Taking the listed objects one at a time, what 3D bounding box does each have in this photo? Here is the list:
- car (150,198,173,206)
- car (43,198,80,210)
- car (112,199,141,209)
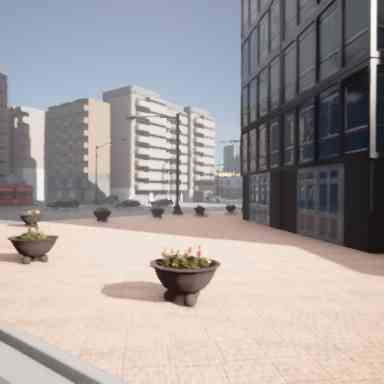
[{"bbox_3d":[-5.693,1.941,62.570,1.882,1.535,5.008,0,-1,36],"label":"car"},{"bbox_3d":[-17.896,1.604,45.843,2.128,1.511,4.902,0,-1,36],"label":"car"},{"bbox_3d":[-9.991,1.766,50.788,2.128,1.511,4.902,0,-1,36],"label":"car"}]
